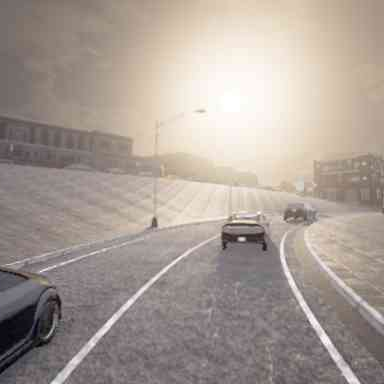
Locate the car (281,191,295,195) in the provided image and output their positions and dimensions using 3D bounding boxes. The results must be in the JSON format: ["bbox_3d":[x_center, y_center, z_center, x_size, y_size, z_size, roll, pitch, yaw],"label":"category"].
[{"bbox_3d":[25.659,0.591,91.293,2.002,1.452,4.674,-2,-6,36],"label":"car"}]

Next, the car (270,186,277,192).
[{"bbox_3d":[19.074,-0.503,82.486,2.435,2.045,5.566,-3,-5,39],"label":"car"}]

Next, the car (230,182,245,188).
[{"bbox_3d":[8.421,-1.228,69.687,2.002,1.452,4.674,-3,-5,42],"label":"car"}]

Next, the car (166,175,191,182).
[{"bbox_3d":[-3.092,-2.180,57.531,5.008,1.535,2.097,4,-5,-44],"label":"car"}]

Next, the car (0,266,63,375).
[{"bbox_3d":[-3.177,1.562,3.635,1.994,1.385,4.181,0,0,5],"label":"car"}]

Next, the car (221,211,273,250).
[{"bbox_3d":[2.515,1.578,14.806,2.128,1.511,4.902,-1,-1,15],"label":"car"}]

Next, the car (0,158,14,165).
[{"bbox_3d":[-23.409,-3.616,38.973,4.553,1.767,2.185,3,-5,-42],"label":"car"}]

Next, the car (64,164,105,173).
[{"bbox_3d":[-15.247,-3.007,46.235,4.892,1.521,2.231,3,-5,-42],"label":"car"}]

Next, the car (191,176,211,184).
[{"bbox_3d":[0.789,-2.010,61.461,2.185,1.767,4.553,-4,-6,45],"label":"car"}]

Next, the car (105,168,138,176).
[{"bbox_3d":[-11.135,-2.751,49.909,4.892,1.521,2.231,4,-5,-42],"label":"car"}]

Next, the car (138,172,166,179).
[{"bbox_3d":[-7.073,-2.431,53.674,4.674,1.452,2.002,4,-5,-43],"label":"car"}]

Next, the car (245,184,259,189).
[{"bbox_3d":[11.974,-0.961,73.773,2.231,1.521,4.892,-3,-5,41],"label":"car"}]

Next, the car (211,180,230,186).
[{"bbox_3d":[4.715,-1.543,65.609,2.163,1.488,4.792,-3,-5,43],"label":"car"}]

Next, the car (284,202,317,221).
[{"bbox_3d":[10.261,1.710,31.332,2.097,1.767,4.553,-2,-2,33],"label":"car"}]

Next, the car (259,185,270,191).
[{"bbox_3d":[15.572,-0.745,78.108,2.185,1.767,4.553,-3,-5,40],"label":"car"}]

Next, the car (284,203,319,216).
[{"bbox_3d":[13.721,2.193,41.514,2.128,1.511,4.902,-3,-4,43],"label":"car"}]
